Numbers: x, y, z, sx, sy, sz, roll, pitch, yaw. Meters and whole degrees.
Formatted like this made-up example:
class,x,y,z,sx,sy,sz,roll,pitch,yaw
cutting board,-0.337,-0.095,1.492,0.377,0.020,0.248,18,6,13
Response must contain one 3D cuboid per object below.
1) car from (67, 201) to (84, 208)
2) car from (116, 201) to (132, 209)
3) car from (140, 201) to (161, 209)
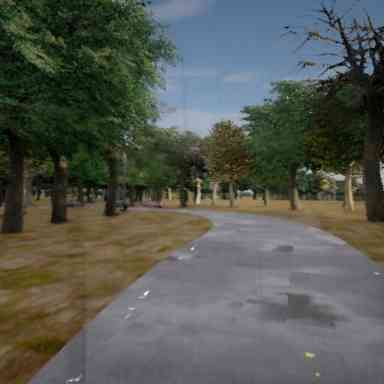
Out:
class,x,y,z,sx,sy,sz,roll,pitch,yaw
car,-24.921,2.555,69.850,4.902,1.511,2.128,-1,-1,23
car,-13.346,2.312,60.417,5.357,1.411,2.033,-1,-2,37
car,-7.414,2.288,59.133,4.181,1.385,1.994,-1,-2,45
